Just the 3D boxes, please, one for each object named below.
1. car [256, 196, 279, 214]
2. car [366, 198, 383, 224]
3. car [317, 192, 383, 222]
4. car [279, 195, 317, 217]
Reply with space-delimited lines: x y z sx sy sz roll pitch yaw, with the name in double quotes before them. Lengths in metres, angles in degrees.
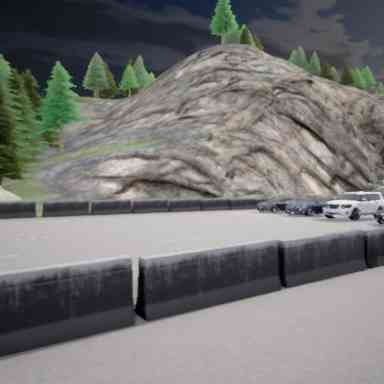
"car" 8.002 1.162 30.378 4.892 1.490 1.837 0 1 -34
"car" 13.931 1.326 21.715 4.902 1.511 2.128 0 1 -34
"car" 12.140 0.997 24.722 5.566 2.045 2.150 0 1 -34
"car" 9.778 1.068 27.354 4.553 1.767 2.097 0 1 -34
